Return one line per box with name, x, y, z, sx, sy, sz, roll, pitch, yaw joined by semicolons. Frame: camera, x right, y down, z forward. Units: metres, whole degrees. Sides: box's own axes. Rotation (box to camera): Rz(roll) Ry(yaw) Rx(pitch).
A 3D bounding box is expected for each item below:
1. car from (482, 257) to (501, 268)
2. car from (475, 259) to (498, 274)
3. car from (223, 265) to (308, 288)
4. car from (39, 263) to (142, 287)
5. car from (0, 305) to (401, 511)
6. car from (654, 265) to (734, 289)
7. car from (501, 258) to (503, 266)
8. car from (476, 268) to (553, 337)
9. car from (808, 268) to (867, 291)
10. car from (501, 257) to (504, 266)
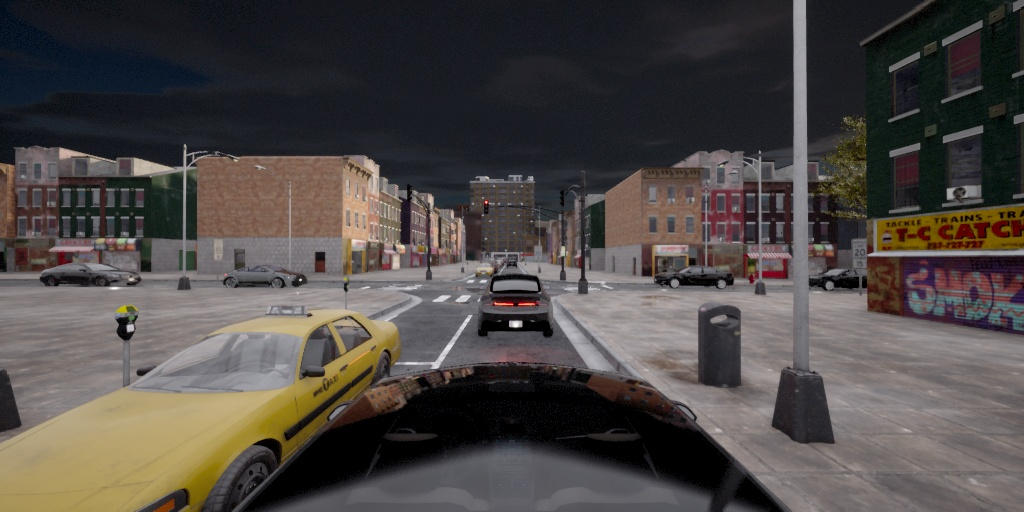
car;-2.692;1.100;41.529;2.192;1.841;5.009;0;0;0
car;-2.684;1.302;35.916;1.751;1.417;4.829;0;0;0
car;-14.504;1.220;21.203;4.181;1.385;1.994;0;0;0
car;-24.797;1.110;21.139;4.674;1.442;1.812;0;0;-1
car;-2.641;1.276;3.959;1.751;1.417;4.829;0;0;0
car;12.255;1.393;24.326;5.008;1.535;1.882;1;0;0
car;-2.707;1.357;52.417;2.007;1.370;4.403;0;0;0
car;0.084;1.257;10.342;1.837;1.490;4.892;0;0;0
car;22.384;1.546;24.389;5.008;1.535;1.882;1;0;-1
car;-2.721;1.358;63.134;1.751;1.417;4.829;0;0;0
